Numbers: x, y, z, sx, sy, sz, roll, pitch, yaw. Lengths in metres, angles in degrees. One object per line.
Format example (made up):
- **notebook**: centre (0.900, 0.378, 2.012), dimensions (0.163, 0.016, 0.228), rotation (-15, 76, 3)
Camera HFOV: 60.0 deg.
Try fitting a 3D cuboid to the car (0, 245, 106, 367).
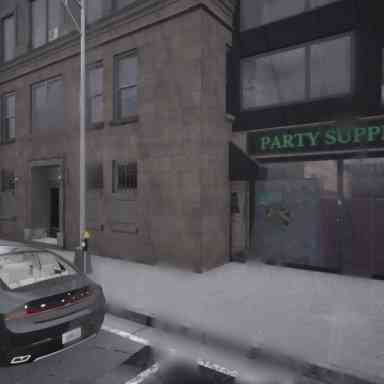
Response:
- **car**: centre (-3.273, 1.551, 5.413), dimensions (4.403, 1.369, 2.008), rotation (0, 0, 36)
